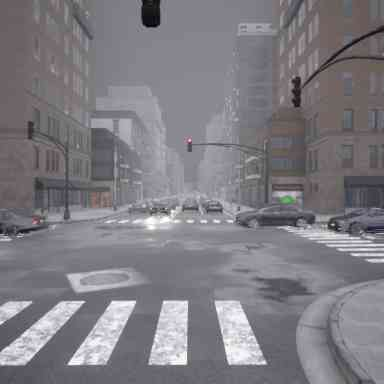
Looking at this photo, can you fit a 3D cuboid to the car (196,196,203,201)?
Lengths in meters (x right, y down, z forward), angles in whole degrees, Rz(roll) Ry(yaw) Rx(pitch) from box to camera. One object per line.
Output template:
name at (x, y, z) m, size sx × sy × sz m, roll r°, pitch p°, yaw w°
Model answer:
car at (2.049, 1.698, 90.105) m, size 1.812 × 1.442 × 4.674 m, roll 0°, pitch 0°, yaw 0°

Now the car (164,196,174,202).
car at (-5.584, 1.694, 80.237) m, size 2.008 × 1.369 × 4.403 m, roll 0°, pitch 0°, yaw 0°

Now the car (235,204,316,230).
car at (5.103, 1.501, 20.621) m, size 4.892 × 1.490 × 1.837 m, roll -1°, pitch 0°, yaw 0°

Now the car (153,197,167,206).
car at (-5.625, 1.634, 58.195) m, size 2.008 × 1.369 × 4.403 m, roll 0°, pitch 0°, yaw 0°

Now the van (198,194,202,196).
van at (2.400, 1.424, 58.180) m, size 1.690 × 1.788 × 3.998 m, roll 0°, pitch 0°, yaw 0°

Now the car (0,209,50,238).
car at (-10.328, 1.585, 17.319) m, size 5.357 × 1.411 × 2.033 m, roll 0°, pitch 0°, yaw 0°

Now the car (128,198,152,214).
car at (-5.666, 1.480, 36.152) m, size 1.967 × 1.590 × 4.097 m, roll 0°, pitch 0°, yaw 0°

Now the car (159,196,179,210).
car at (-3.110, 1.617, 43.493) m, size 1.994 × 1.385 × 4.181 m, roll 0°, pitch 0°, yaw 1°

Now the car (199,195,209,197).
car at (2.390, 1.637, 52.669) m, size 1.947 × 1.339 × 4.313 m, roll 0°, pitch 0°, yaw 0°

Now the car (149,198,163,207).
car at (-5.635, 1.653, 52.684) m, size 1.802 × 1.307 × 4.206 m, roll 0°, pitch 0°, yaw 0°

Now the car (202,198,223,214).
car at (2.359, 1.606, 36.136) m, size 1.947 × 1.339 × 4.313 m, roll 0°, pitch 0°, yaw 0°

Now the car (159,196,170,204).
car at (-5.605, 1.552, 69.216) m, size 1.967 × 1.590 × 4.097 m, roll 0°, pitch 0°, yaw 0°

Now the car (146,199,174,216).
car at (-3.133, 1.637, 33.515) m, size 1.895 × 1.301 × 4.718 m, roll 0°, pitch 0°, yaw 0°

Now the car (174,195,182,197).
car at (-3.085, 1.637, 53.452) m, size 1.994 × 1.385 × 4.181 m, roll 0°, pitch 0°, yaw 0°

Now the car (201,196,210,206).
car at (2.380, 1.641, 47.159) m, size 1.802 × 1.307 × 4.206 m, roll 0°, pitch 0°, yaw 0°

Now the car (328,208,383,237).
car at (9.363, 1.525, 17.384) m, size 4.181 × 1.385 × 1.994 m, roll 0°, pitch 0°, yaw 0°

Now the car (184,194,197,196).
car at (-0.187, 1.670, 66.993) m, size 1.994 × 1.385 × 4.181 m, roll 0°, pitch 0°, yaw 1°

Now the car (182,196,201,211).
car at (-0.178, 1.614, 41.909) m, size 1.994 × 1.385 × 4.181 m, roll 0°, pitch 0°, yaw 0°
